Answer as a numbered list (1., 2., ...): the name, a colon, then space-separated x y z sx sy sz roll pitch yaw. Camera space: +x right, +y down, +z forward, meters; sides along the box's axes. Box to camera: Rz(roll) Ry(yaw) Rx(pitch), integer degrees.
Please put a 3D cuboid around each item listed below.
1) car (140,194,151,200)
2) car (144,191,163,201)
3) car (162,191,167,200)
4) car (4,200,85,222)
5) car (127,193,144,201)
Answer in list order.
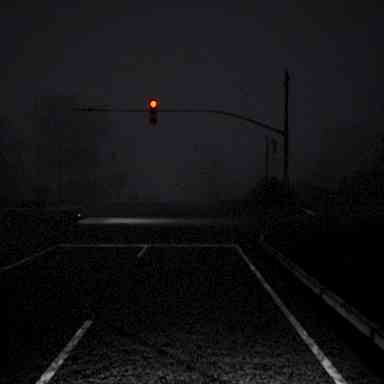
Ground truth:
1. car: -10.613 1.178 76.847 1.895 1.301 4.718 0 -1 0
2. car: -7.143 0.945 61.944 1.994 1.385 4.181 0 -1 0
3. car: -7.113 0.797 77.073 2.150 2.045 5.566 0 -1 0
4. car: -9.620 1.210 21.961 4.718 1.301 1.895 0 2 4
5. car: -10.635 0.920 61.600 2.033 1.411 5.357 0 -1 1
